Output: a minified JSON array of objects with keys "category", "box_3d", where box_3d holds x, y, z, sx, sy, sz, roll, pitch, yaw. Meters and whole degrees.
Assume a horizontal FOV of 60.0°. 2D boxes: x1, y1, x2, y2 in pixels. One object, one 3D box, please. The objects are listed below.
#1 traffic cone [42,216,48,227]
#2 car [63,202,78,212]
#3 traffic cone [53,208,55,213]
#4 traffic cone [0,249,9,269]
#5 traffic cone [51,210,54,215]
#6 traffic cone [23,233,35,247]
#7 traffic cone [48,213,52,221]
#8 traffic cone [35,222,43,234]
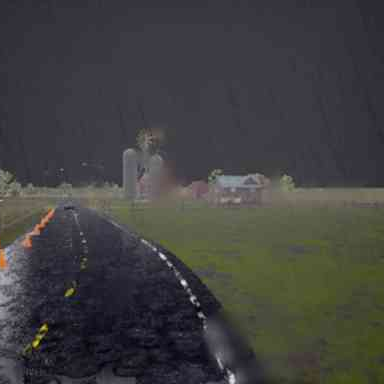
[{"category":"traffic cone","box_3d":[-10.937,2.239,24.411,0.340,0.580,0.340,0,0,-21]},{"category":"car","box_3d":[-16.800,2.054,45.909,1.895,1.301,4.718,0,0,-21]},{"category":"traffic cone","box_3d":[-16.190,2.357,38.461,0.340,0.580,0.340,0,0,-21]},{"category":"traffic cone","box_3d":[-6.007,2.100,10.519,0.340,0.580,0.340,0,-1,-15]},{"category":"traffic cone","box_3d":[-14.439,2.318,33.778,0.340,0.580,0.340,0,0,-21]},{"category":"traffic cone","box_3d":[-7.437,2.151,15.049,0.340,0.580,0.340,0,-1,-20]},{"category":"traffic cone","box_3d":[-12.687,2.278,29.095,0.340,0.580,0.340,0,0,-21]},{"category":"traffic cone","box_3d":[-9.186,2.196,19.728,0.340,0.580,0.340,0,0,-21]}]
